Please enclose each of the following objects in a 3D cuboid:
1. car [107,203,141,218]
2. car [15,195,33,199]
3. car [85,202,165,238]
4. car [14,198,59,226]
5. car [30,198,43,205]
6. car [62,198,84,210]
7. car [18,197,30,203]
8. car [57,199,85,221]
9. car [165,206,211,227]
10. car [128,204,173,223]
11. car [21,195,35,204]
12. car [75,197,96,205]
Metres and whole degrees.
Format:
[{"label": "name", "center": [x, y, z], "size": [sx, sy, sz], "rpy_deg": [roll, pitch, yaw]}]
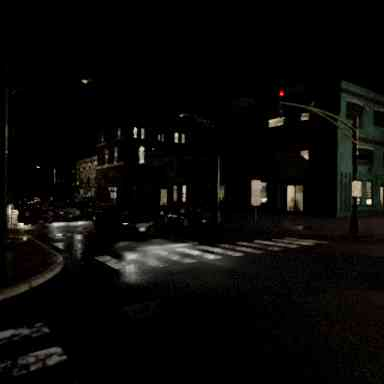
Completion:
[{"label": "car", "center": [-6.690, 1.752, 32.475], "size": [1.802, 1.307, 4.206], "rpy_deg": [1, -1, -35]}, {"label": "car", "center": [-23.274, 1.423, 46.207], "size": [2.150, 2.045, 5.566], "rpy_deg": [1, -1, -34]}, {"label": "car", "center": [-3.737, 1.524, 17.819], "size": [2.128, 1.511, 4.902], "rpy_deg": [1, -1, -35]}, {"label": "car", "center": [-11.276, 1.482, 23.925], "size": [1.967, 1.590, 4.097], "rpy_deg": [1, -1, -35]}, {"label": "car", "center": [-32.810, 1.914, 69.986], "size": [1.752, 1.417, 4.829], "rpy_deg": [1, -1, -35]}, {"label": "car", "center": [-16.876, 1.694, 47.056], "size": [1.967, 1.590, 4.097], "rpy_deg": [1, -1, -35]}, {"label": "car", "center": [-42.192, 2.021, 83.539], "size": [2.008, 1.369, 4.403], "rpy_deg": [1, -1, -35]}, {"label": "car", "center": [-10.875, 1.617, 28.131], "size": [1.812, 1.442, 4.674], "rpy_deg": [1, -1, -35]}, {"label": "car", "center": [-0.451, 1.669, 23.462], "size": [2.008, 1.369, 4.403], "rpy_deg": [1, -1, -35]}, {"label": "car", "center": [-3.571, 1.710, 27.970], "size": [1.947, 1.339, 4.313], "rpy_deg": [1, -1, -35]}, {"label": "car", "center": [-39.032, 1.758, 78.977], "size": [2.192, 1.841, 5.009], "rpy_deg": [1, -1, -35]}, {"label": "car", "center": [-13.689, 1.543, 42.511], "size": [2.192, 1.841, 5.009], "rpy_deg": [1, -1, -35]}]
